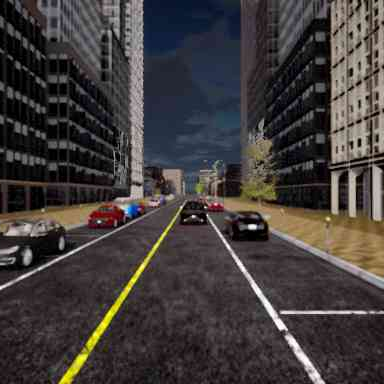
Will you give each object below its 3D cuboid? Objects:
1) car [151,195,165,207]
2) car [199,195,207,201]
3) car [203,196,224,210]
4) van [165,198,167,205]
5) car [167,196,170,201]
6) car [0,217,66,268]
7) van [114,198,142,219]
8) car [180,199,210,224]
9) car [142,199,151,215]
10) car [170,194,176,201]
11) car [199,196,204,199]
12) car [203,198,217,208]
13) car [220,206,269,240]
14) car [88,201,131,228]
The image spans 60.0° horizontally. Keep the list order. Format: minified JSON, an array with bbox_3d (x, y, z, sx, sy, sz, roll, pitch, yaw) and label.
[{"bbox_3d":[-5.670,1.519,51.065,1.967,1.590,4.097,0,0,0],"label":"car"},{"bbox_3d":[2.722,1.558,85.200,1.967,1.590,4.097,0,0,0],"label":"car"},{"bbox_3d":[2.708,1.504,39.664,1.967,1.590,4.097,0,0,0],"label":"car"},{"bbox_3d":[-5.667,1.427,56.759,1.690,1.788,3.998,0,0,0],"label":"van"},{"bbox_3d":[-5.667,1.658,62.451,1.947,1.339,4.313,0,0,0],"label":"car"},{"bbox_3d":[-5.683,1.571,11.220,2.008,1.369,4.403,0,0,0],"label":"car"},{"bbox_3d":[-5.676,1.389,28.298,1.690,1.788,3.998,0,0,0],"label":"van"},{"bbox_3d":[0.108,1.520,25.116,1.882,1.535,5.008,0,0,0],"label":"car"},{"bbox_3d":[-5.676,1.638,33.989,1.802,1.307,4.206,0,0,0],"label":"car"},{"bbox_3d":[-5.660,1.643,85.048,1.752,1.417,4.829,0,0,0],"label":"car"},{"bbox_3d":[0.114,1.571,42.287,2.163,1.488,4.792,0,0,0],"label":"car"},{"bbox_3d":[2.710,1.661,51.048,1.802,1.307,4.206,0,0,0],"label":"car"},{"bbox_3d":[2.700,1.596,16.897,1.947,1.339,4.313,0,0,0],"label":"car"},{"bbox_3d":[-5.679,1.584,22.605,1.887,1.381,4.507,0,0,0],"label":"car"}]
